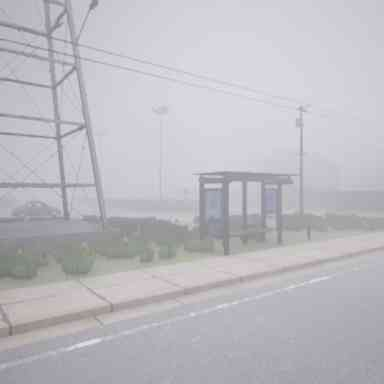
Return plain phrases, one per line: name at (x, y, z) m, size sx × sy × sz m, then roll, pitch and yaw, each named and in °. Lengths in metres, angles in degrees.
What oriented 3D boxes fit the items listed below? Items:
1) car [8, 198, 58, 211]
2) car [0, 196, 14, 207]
car at (-13.762, 1.508, 29.530) m, size 3.905 × 1.438 × 1.784 m, roll 0°, pitch 0°, yaw -37°
car at (-27.479, 1.300, 47.341) m, size 4.605 × 1.855 × 1.932 m, roll 0°, pitch 0°, yaw -37°
